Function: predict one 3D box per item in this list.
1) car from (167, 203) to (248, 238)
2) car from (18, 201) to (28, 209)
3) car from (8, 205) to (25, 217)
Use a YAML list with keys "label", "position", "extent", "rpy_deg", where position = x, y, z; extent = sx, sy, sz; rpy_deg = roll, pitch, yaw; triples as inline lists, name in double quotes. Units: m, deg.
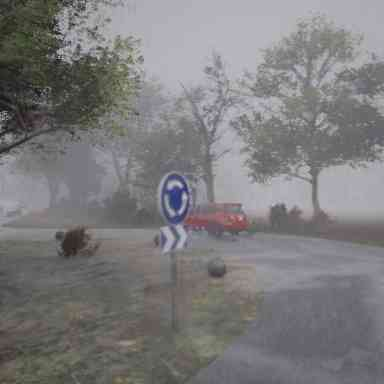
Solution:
- label: "car"
  position: [0.874, 1.725, 21.116]
  extent: [5.566, 2.045, 2.150]
  rpy_deg: [-2, -3, 43]
- label: "car"
  position: [-43.207, 3.377, 85.127]
  extent: [2.150, 2.045, 5.566]
  rpy_deg: [0, 1, -29]
- label: "car"
  position: [-30.315, 3.439, 57.109]
  extent: [1.812, 1.442, 4.674]
  rpy_deg: [-2, -1, -22]
